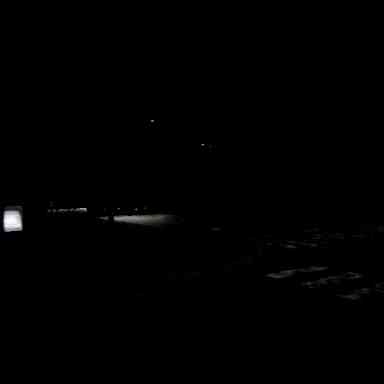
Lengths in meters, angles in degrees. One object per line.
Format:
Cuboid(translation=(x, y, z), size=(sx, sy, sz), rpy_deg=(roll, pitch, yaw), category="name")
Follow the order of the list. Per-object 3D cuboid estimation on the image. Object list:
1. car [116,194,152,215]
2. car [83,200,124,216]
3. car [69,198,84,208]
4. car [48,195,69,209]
Cuboid(translation=(-6.470, 1.305, 36.199), size=(2.150, 2.045, 5.566), rpy_deg=(-1, 1, -38), category="car")
Cuboid(translation=(-9.188, 1.728, 34.409), size=(1.895, 1.301, 4.718), rpy_deg=(-1, 1, -38), category="car")
Cuboid(translation=(-18.009, 1.630, 50.967), size=(2.128, 1.511, 4.902), rpy_deg=(-1, 1, -39), category="car")
Cuboid(translation=(-20.522, 1.479, 48.902), size=(2.150, 2.045, 5.566), rpy_deg=(-1, 1, -39), category="car")
